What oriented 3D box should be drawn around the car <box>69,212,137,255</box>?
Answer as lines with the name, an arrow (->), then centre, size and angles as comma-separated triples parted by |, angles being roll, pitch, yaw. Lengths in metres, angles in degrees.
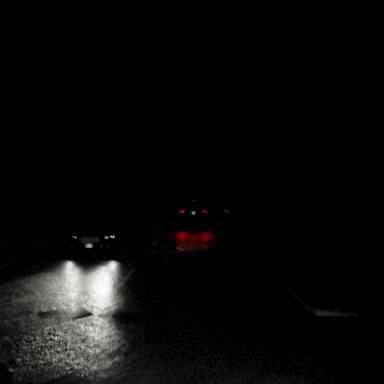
car -> -3.505, 1.609, 13.805 | 2.128, 1.511, 4.902 | 0, -1, 0

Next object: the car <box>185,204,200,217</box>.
car -> 0.096, 2.366, 42.946 | 1.837, 1.490, 4.892 | 0, -2, 0

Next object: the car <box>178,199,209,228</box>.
car -> 0.103, 1.573, 24.927 | 2.150, 2.045, 5.566 | 0, -2, 0
